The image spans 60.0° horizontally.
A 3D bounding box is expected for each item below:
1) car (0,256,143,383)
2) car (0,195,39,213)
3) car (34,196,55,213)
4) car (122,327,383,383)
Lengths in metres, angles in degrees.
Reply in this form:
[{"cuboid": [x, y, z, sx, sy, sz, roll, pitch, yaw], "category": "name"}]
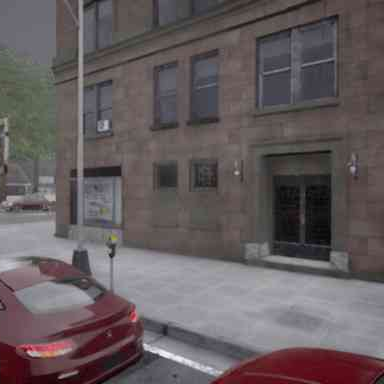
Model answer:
[{"cuboid": [-2.509, 1.570, 4.591, 4.206, 1.307, 1.802, 0, 0, 35], "category": "car"}, {"cuboid": [-16.825, 1.148, 33.641, 2.097, 1.767, 4.553, 0, 0, 35], "category": "car"}, {"cuboid": [-13.018, 1.358, 33.391, 1.994, 1.385, 4.181, 0, 0, 35], "category": "car"}, {"cuboid": [1.991, 1.547, 1.398, 4.507, 1.381, 1.887, 0, 0, 35], "category": "car"}]
